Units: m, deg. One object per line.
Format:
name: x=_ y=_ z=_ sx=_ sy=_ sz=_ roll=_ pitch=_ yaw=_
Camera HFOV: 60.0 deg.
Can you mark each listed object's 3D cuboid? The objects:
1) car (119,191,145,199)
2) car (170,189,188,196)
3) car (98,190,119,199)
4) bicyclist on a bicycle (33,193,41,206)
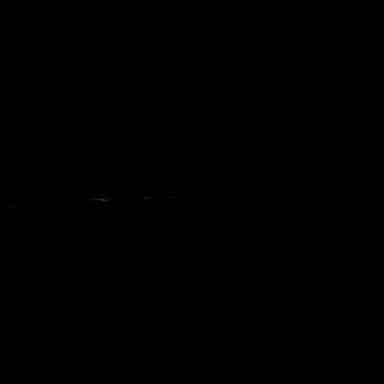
car: x=-10.495 y=0.508 z=60.596 sx=1.994 sy=1.385 sz=4.181 roll=1 pitch=2 yaw=36
car: x=-2.716 y=0.081 z=71.562 sx=2.128 sy=1.511 sz=4.902 roll=1 pitch=2 yaw=35
car: x=-14.929 y=0.451 z=60.517 sx=1.812 sy=1.442 sz=4.674 roll=1 pitch=2 yaw=36
bicyclist on a bicycle: x=-19.277 y=0.939 z=41.371 sx=1.656 sy=1.620 sz=0.582 roll=0 pitch=1 yaw=35
